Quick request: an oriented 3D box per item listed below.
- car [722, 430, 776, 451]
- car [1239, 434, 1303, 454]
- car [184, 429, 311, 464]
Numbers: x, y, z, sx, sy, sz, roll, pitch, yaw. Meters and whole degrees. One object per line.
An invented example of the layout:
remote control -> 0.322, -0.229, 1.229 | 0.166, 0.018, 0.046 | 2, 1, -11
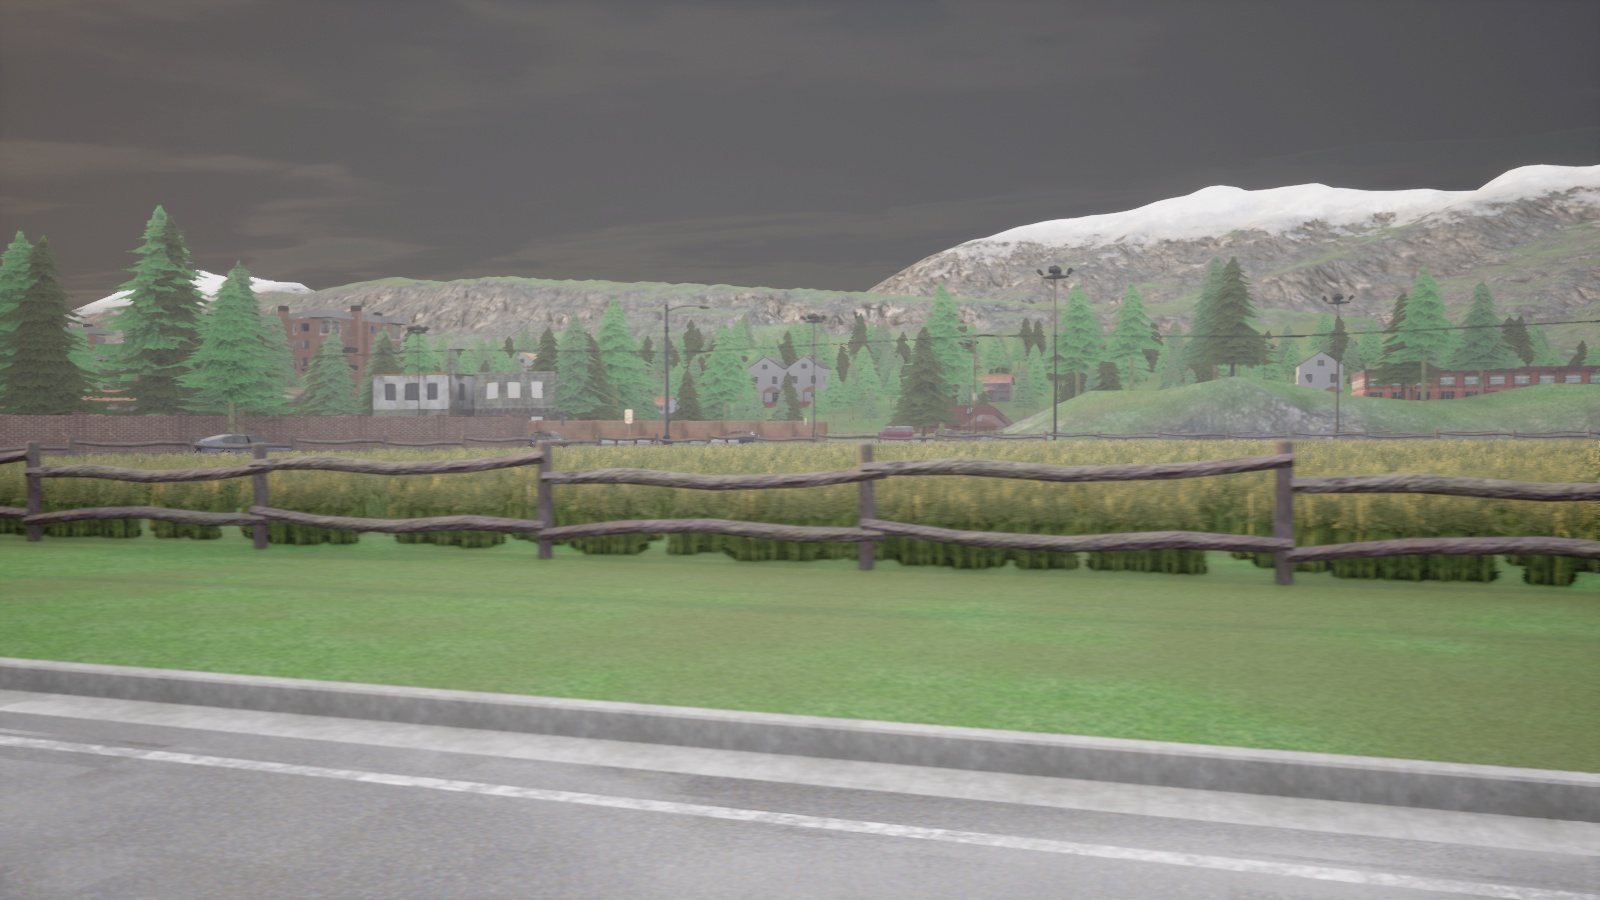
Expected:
car -> -3.880, -0.730, 95.037 | 3.705, 1.549, 1.789 | 0, 1, 18
car -> 33.712, -0.424, 89.955 | 4.181, 1.385, 1.994 | 1, 1, 18
car -> -24.974, -0.178, 56.868 | 2.163, 1.488, 4.792 | 1, 1, 42
